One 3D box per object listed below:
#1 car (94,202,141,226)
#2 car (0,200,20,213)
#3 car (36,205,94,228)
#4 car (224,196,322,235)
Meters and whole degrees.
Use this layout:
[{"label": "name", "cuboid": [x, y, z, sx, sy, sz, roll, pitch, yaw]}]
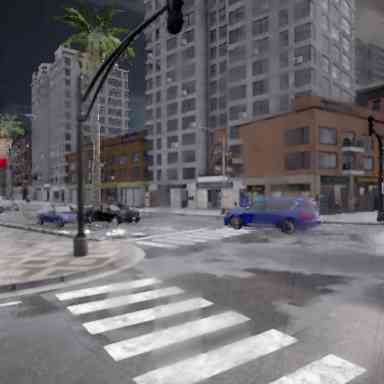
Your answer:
[{"label": "car", "cuboid": [-5.838, 1.535, 24.393, 5.008, 1.535, 1.882, 0, 0, 41]}, {"label": "car", "cuboid": [-22.051, 1.643, 39.417, 4.674, 1.442, 1.812, 0, 0, 45]}, {"label": "car", "cuboid": [-9.033, 1.602, 22.874, 4.674, 1.442, 1.812, 0, 0, 42]}, {"label": "car", "cuboid": [4.553, 1.304, 19.304, 5.566, 2.045, 2.150, -1, 4, 40]}]
